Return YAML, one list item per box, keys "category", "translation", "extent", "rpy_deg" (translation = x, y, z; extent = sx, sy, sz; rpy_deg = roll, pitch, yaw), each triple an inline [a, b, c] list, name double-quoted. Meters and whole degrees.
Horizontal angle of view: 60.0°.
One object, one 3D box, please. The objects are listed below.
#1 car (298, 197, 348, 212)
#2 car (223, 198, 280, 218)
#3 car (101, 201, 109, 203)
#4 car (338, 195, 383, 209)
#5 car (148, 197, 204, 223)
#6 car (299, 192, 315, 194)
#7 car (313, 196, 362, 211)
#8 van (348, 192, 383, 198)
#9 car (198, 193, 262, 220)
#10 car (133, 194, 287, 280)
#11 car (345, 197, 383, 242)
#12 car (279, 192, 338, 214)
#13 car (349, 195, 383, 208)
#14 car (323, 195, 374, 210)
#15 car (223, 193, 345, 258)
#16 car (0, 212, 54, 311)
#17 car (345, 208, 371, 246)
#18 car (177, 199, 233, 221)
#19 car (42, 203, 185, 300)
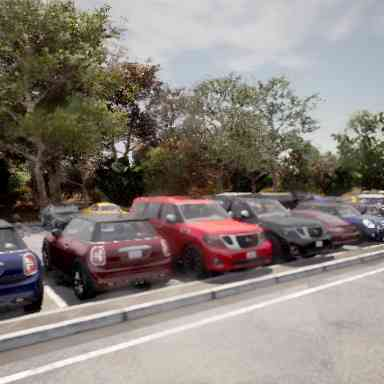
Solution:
- category: "car"
  translation: [14.464, 1.324, 37.013]
  extent: [2.163, 1.488, 4.792]
  rpy_deg: [-1, 0, -36]
- category: "car"
  translation: [5.346, 1.360, 30.675]
  extent: [1.946, 1.575, 5.366]
  rpy_deg: [0, 0, -36]
- category: "car"
  translation: [-5.721, 1.431, 22.291]
  extent: [1.946, 1.575, 5.366]
  rpy_deg: [0, 0, -36]
- category: "car"
  translation: [21.257, 1.211, 41.837]
  extent: [2.097, 1.535, 5.008]
  rpy_deg: [-1, 0, -36]
- category: "car"
  translation: [-1.335, 1.280, 25.699]
  extent: [2.185, 1.767, 4.553]
  rpy_deg: [0, 0, -36]
- category: "car"
  translation: [9.949, 1.084, 33.779]
  extent: [2.435, 2.045, 5.566]
  rpy_deg: [0, 0, -36]
- category: "car"
  translation: [16.760, 1.302, 38.586]
  extent: [2.163, 1.488, 4.792]
  rpy_deg: [-1, 0, -36]
- category: "van"
  translation: [11.158, 1.149, 18.664]
  extent: [1.878, 1.987, 4.442]
  rpy_deg: [0, 0, -36]
- category: "car"
  translation: [3.180, 1.126, 28.930]
  extent: [2.435, 2.045, 5.566]
  rpy_deg: [0, 0, -36]
- category: "car"
  translation: [-0.152, 1.194, 10.384]
  extent: [2.435, 2.045, 5.566]
  rpy_deg: [0, 0, -36]
- category: "car"
  translation: [6.651, 1.277, 15.331]
  extent: [2.185, 1.767, 4.553]
  rpy_deg: [0, 0, -36]
- category: "car"
  translation: [12.240, 1.064, 35.349]
  extent: [2.435, 2.045, 5.566]
  rpy_deg: [-1, 0, -36]
- category: "car"
  translation: [23.515, 1.178, 43.454]
  extent: [2.231, 1.521, 4.892]
  rpy_deg: [-1, 1, -36]
- category: "car"
  translation: [18.889, 1.239, 40.374]
  extent: [1.946, 1.575, 5.366]
  rpy_deg: [-1, 0, -36]
- category: "car"
  translation: [2.127, 1.180, 12.017]
  extent: [2.435, 2.045, 5.566]
  rpy_deg: [0, 0, -36]
- category: "car"
  translation: [-4.708, 1.348, 7.117]
  extent: [2.185, 1.767, 4.553]
  rpy_deg: [0, 0, -36]
- category: "car"
  translation: [4.392, 1.457, 13.671]
  extent: [2.002, 1.452, 4.674]
  rpy_deg: [0, 0, -36]
- category: "car"
  translation: [0.958, 1.421, 27.268]
  extent: [2.163, 1.488, 4.792]
  rpy_deg: [0, 0, -36]
- category: "car"
  translation: [-2.429, 1.334, 8.750]
  extent: [2.185, 1.767, 4.553]
  rpy_deg: [0, 0, -36]
